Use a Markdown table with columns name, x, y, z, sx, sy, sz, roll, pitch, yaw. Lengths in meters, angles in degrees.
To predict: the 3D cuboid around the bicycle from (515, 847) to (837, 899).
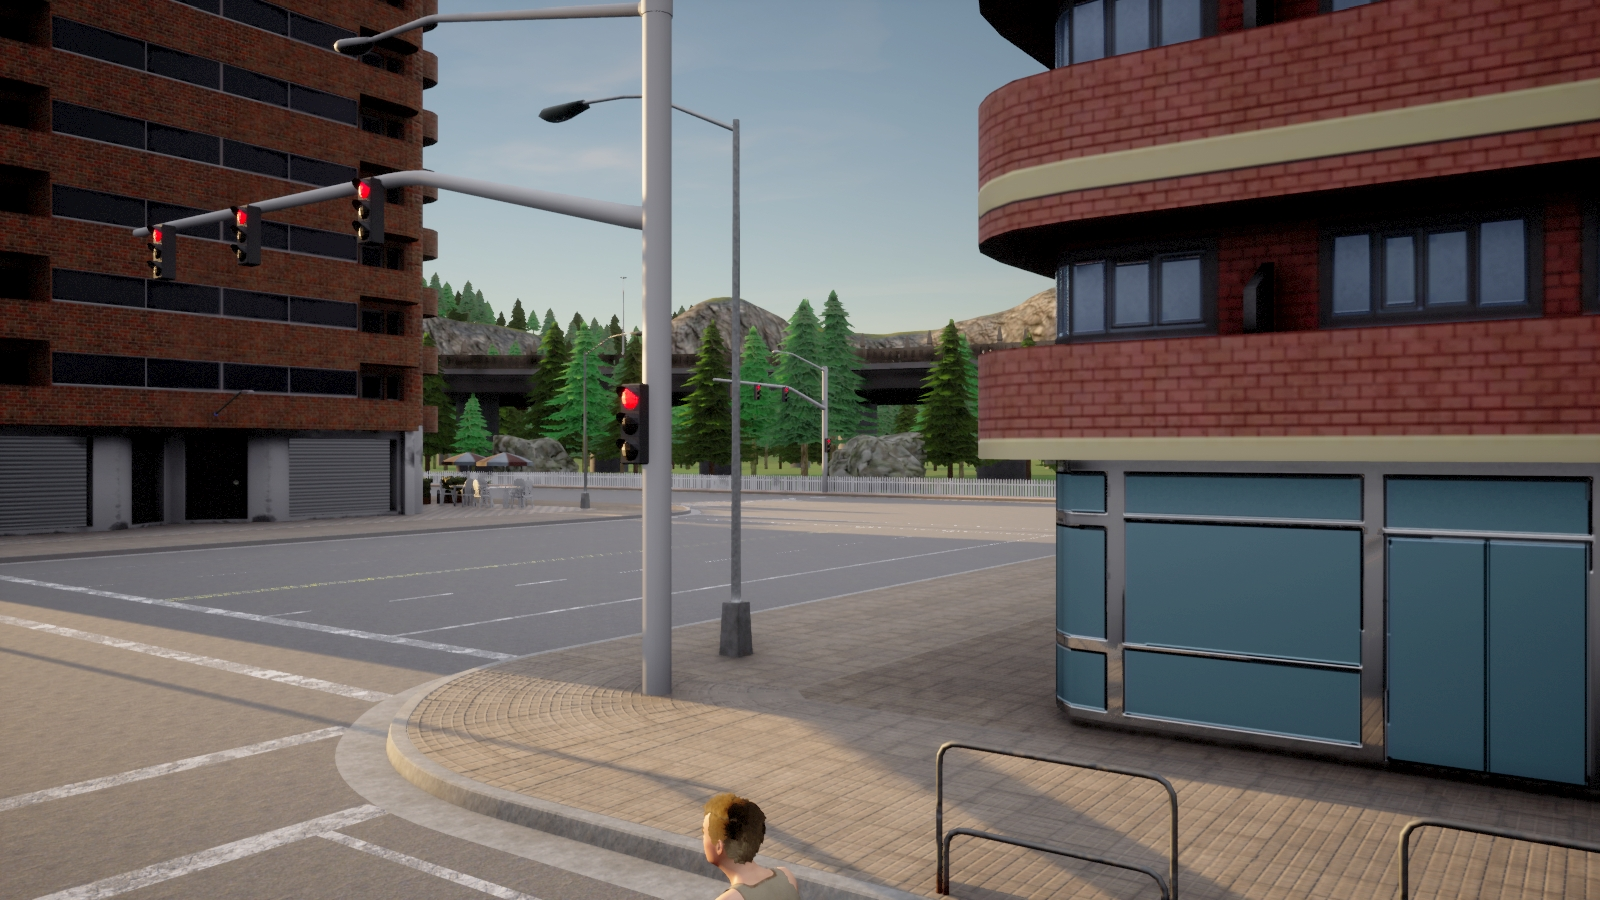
| name | x | y | z | sx | sy | sz | roll | pitch | yaw |
| --- | --- | --- | --- | --- | --- | --- | --- | --- | --- |
| bicycle | -0.301 | 2.233 | 4.022 | 1.487 | 1.126 | 0.859 | 0 | 0 | 35 |

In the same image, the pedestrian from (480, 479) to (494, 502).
| name | x | y | z | sx | sy | sz | roll | pitch | yaw |
| --- | --- | --- | --- | --- | --- | --- | --- | --- | --- |
| pedestrian | -15.514 | 2.019 | 56.608 | 0.500 | 1.100 | 0.500 | 0 | 0 | 40 |
